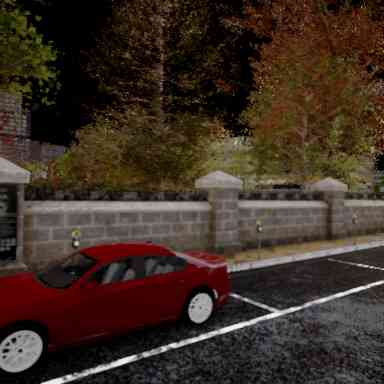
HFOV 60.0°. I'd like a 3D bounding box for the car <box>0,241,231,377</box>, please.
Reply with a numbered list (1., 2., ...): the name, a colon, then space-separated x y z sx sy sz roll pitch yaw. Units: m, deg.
1. car: -1.381 1.564 5.564 4.507 1.381 1.887 1 0 -35
